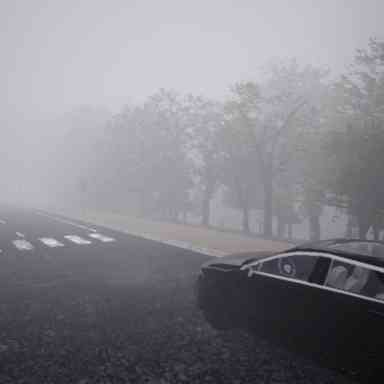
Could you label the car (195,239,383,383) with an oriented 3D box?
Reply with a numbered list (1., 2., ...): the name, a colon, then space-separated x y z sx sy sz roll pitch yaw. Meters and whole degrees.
1. car: 1.939 1.397 4.444 2.128 1.511 4.902 -1 1 -35
